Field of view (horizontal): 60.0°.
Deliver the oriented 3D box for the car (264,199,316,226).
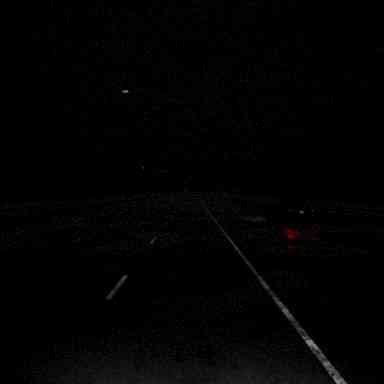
[{"bbox_3d":[6.608,1.291,23.044,2.097,1.767,4.553,0,0,-8],"label":"car"}]
